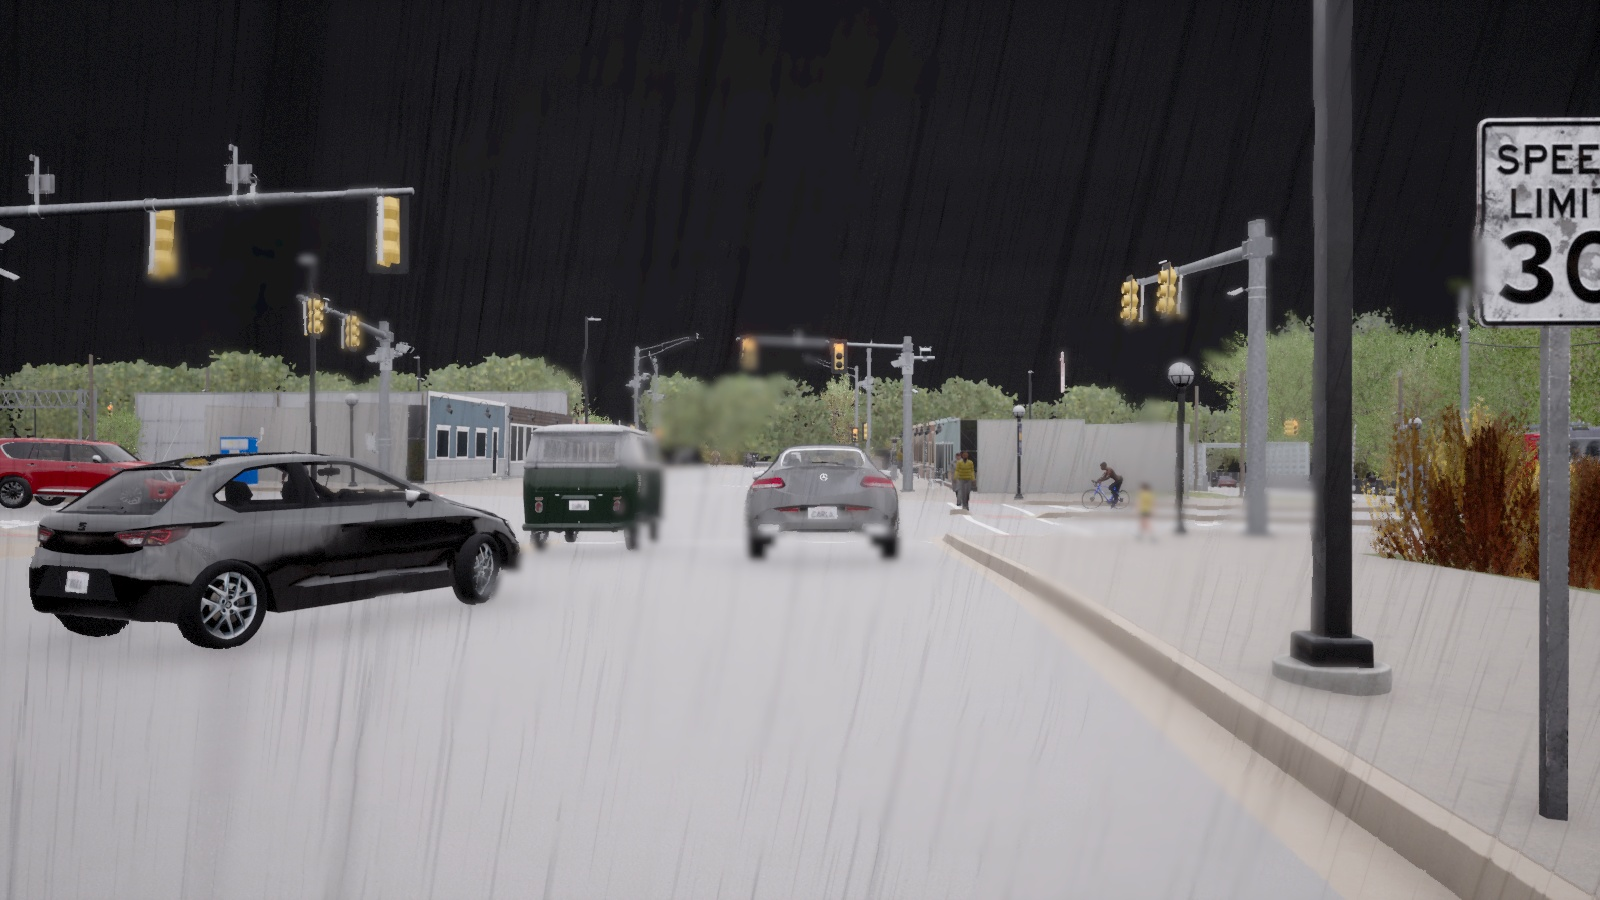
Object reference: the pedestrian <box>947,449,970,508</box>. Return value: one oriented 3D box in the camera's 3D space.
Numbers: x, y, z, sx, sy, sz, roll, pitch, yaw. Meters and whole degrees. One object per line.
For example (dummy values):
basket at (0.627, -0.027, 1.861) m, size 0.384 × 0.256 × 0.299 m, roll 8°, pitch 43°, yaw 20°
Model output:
pedestrian at (5.335, 0.957, 42.223) m, size 0.659 × 1.952 × 0.873 m, roll 0°, pitch 1°, yaw 14°

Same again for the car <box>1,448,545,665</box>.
car at (-4.332, 0.746, 11.057) m, size 1.816 × 1.474 × 4.193 m, roll 0°, pitch 1°, yaw 28°

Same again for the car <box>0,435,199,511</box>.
car at (-21.005, 0.661, 36.899) m, size 5.566 × 2.045 × 2.150 m, roll 1°, pitch 0°, yaw -3°

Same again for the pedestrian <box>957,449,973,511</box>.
pedestrian at (4.948, 0.905, 37.705) m, size 0.431 × 1.840 × 0.709 m, roll 0°, pitch 1°, yaw 4°

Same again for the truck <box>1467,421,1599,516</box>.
truck at (32.456, 0.827, 54.751) m, size 2.891 × 3.827 × 8.468 m, roll -1°, pitch -1°, yaw 6°

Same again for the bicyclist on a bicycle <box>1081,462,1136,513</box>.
bicyclist on a bicycle at (10.250, 1.247, 41.786) m, size 1.656 × 1.620 × 0.582 m, roll 1°, pitch -1°, yaw 0°

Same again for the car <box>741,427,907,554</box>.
car at (0.350, 0.588, 18.883) m, size 2.152 × 1.651 × 5.027 m, roll 0°, pitch -1°, yaw 1°

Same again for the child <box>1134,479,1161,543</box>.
child at (6.216, 1.086, 22.458) m, size 0.255 × 1.110 × 0.394 m, roll 0°, pitch 1°, yaw -33°

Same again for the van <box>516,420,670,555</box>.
van at (-3.282, 0.598, 20.731) m, size 1.775 × 1.987 × 4.442 m, roll 0°, pitch -1°, yaw 0°
